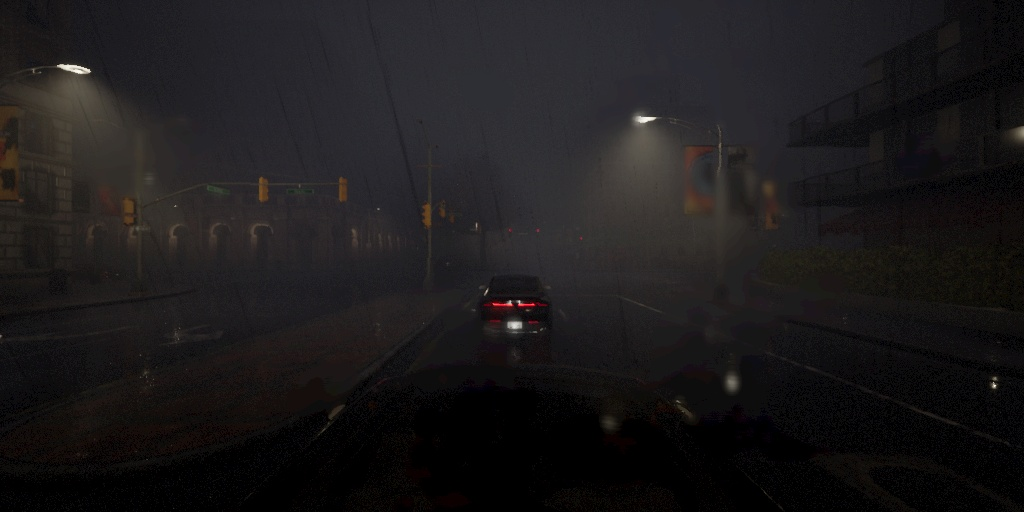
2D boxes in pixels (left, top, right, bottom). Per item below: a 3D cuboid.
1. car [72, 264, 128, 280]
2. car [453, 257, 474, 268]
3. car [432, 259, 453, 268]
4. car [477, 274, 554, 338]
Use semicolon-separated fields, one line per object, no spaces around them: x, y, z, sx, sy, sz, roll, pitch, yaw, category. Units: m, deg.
-33.473;1.301;28.596;4.181;1.385;1.994;0;0;0;car
-8.010;1.077;59.398;2.097;1.767;4.553;0;0;0;car
-11.509;1.228;59.390;1.837;1.490;4.892;0;1;0;car
0.081;1.251;10.180;1.837;1.490;4.892;0;0;0;car
